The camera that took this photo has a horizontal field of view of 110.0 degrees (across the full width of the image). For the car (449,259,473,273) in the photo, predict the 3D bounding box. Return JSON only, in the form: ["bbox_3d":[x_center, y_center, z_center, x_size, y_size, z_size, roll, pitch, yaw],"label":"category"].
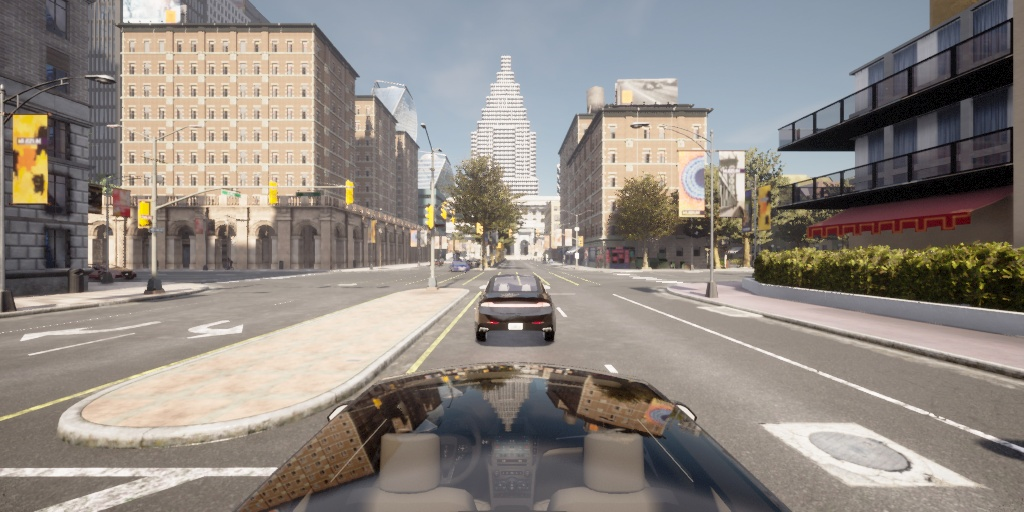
[{"bbox_3d":[-6.507,1.275,43.404,1.812,1.442,4.674,-1,0,-20],"label":"car"}]

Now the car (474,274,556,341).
[{"bbox_3d":[0.083,1.242,9.836,2.128,1.511,4.902,0,0,0],"label":"car"}]

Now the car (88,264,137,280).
[{"bbox_3d":[-33.463,1.314,29.294,4.181,1.385,1.994,0,0,0],"label":"car"}]

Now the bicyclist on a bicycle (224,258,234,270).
[{"bbox_3d":[-37.237,1.050,47.246,0.582,1.620,1.656,0,0,0],"label":"bicyclist on a bicycle"}]
